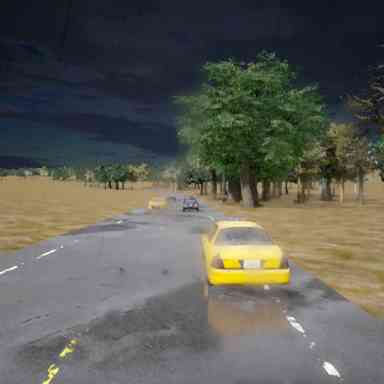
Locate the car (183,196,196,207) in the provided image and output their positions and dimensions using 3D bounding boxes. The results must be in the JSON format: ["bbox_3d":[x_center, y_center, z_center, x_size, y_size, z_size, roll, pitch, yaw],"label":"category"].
[{"bbox_3d":[-0.351,1.371,48.788,1.812,1.442,4.674,0,0,-1],"label":"car"}]

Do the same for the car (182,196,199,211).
[{"bbox_3d":[-0.142,1.449,38.206,2.033,1.411,5.357,0,0,-1],"label":"car"}]

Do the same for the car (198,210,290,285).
[{"bbox_3d":[1.219,1.448,9.354,1.801,1.575,5.366,0,0,0],"label":"car"}]

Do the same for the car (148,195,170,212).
[{"bbox_3d":[-3.816,1.382,37.688,1.882,1.535,5.008,0,0,-1],"label":"car"}]

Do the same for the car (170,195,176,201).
[{"bbox_3d":[-4.288,1.323,70.282,1.895,1.301,4.718,0,0,-1],"label":"car"}]
